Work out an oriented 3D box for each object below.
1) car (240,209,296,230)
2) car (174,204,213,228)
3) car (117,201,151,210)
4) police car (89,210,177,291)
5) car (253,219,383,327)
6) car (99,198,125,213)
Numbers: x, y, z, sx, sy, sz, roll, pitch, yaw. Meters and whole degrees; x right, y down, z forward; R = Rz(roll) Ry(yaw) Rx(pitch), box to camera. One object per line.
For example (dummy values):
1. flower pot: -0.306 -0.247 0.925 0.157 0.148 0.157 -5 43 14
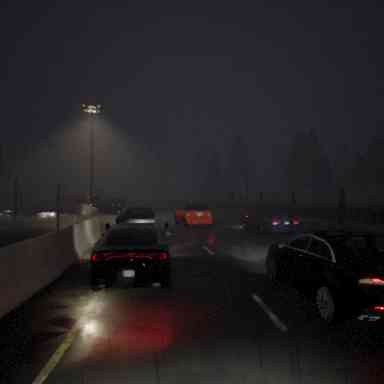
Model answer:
1. car: 4.738 1.799 20.906 2.033 1.411 5.357 0 -1 -12
2. car: 0.018 1.664 25.418 2.097 1.767 4.553 0 -1 -14
3. car: -3.151 1.593 19.404 2.097 1.767 4.553 0 -1 -12
4. police car: -1.605 1.546 9.600 1.930 1.638 5.238 0 -1 -6
5. car: 3.105 1.578 7.249 2.128 1.511 4.902 0 -1 -5
6. car: -10.072 1.762 43.291 2.150 2.045 5.566 0 -1 -26
